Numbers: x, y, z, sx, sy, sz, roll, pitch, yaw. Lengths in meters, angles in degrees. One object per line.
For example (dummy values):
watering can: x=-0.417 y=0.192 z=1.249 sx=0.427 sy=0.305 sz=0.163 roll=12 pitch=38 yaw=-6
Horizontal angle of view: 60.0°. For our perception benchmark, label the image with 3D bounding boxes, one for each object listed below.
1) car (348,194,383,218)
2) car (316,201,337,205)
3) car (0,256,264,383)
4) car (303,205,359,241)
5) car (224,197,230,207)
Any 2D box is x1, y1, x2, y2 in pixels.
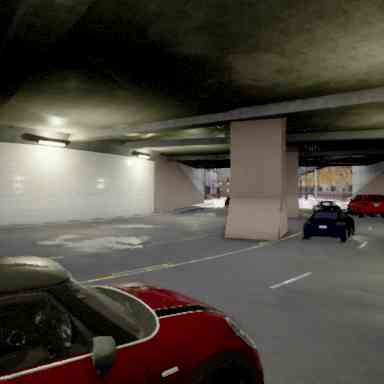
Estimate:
car: x=15.985 y=1.216 z=30.449 sx=2.150 sy=2.045 sz=5.566 roll=0 pitch=0 yaw=12
car: x=12.554 y=1.547 z=31.143 sx=2.033 sy=1.411 sz=5.357 roll=0 pitch=0 yaw=12
car: x=-1.510 y=1.351 z=2.702 sx=4.553 sy=1.767 sz=2.097 roll=0 pitch=0 yaw=-36
car: x=7.055 y=1.564 z=16.968 sx=1.994 sy=1.385 sz=4.181 roll=0 pitch=0 yaw=32
car: x=6.126 y=1.513 z=51.487 sx=1.837 sy=1.490 sz=4.892 roll=0 pitch=0 yaw=12
